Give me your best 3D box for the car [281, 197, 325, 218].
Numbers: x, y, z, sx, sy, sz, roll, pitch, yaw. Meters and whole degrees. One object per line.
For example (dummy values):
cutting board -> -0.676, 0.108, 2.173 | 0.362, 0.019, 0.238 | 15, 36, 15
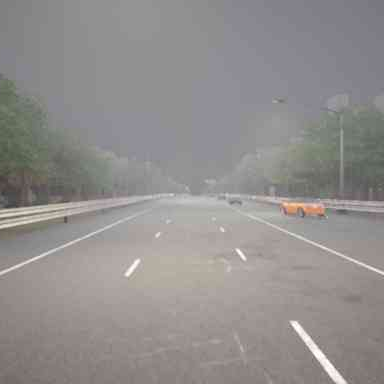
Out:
car -> 9.764, 1.266, 29.748 | 2.097, 1.767, 4.553 | 0, 0, -12

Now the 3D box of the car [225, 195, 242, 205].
car -> 6.921, 1.393, 54.333 | 1.895, 1.301, 4.718 | 0, 0, 1

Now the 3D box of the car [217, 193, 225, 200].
car -> 7.041, 1.068, 79.532 | 2.097, 1.767, 4.553 | 0, 0, 0
